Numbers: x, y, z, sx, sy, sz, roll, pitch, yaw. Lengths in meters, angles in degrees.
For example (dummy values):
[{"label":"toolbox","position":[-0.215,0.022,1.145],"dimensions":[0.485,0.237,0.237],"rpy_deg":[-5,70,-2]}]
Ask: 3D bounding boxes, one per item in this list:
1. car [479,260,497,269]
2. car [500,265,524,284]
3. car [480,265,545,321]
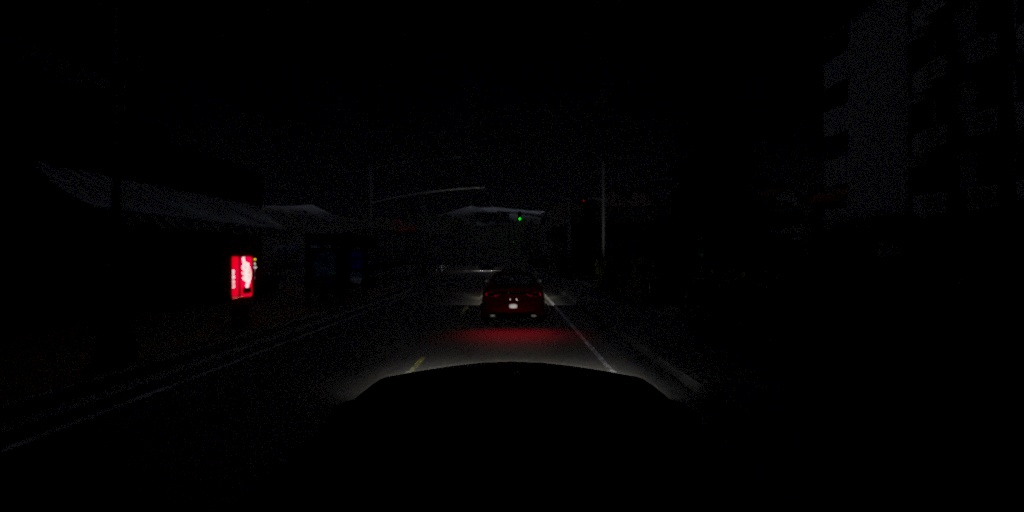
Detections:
[{"label":"car","position":[-3.674,1.381,53.662],"dimensions":[1.812,1.442,4.674],"rpy_deg":[0,0,0]},{"label":"car","position":[0.031,1.493,30.435],"dimensions":[1.895,1.301,4.718],"rpy_deg":[0,1,0]},{"label":"car","position":[0.048,1.249,12.515],"dimensions":[1.882,1.535,5.008],"rpy_deg":[0,0,0]}]
